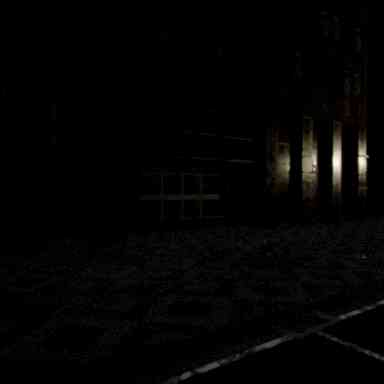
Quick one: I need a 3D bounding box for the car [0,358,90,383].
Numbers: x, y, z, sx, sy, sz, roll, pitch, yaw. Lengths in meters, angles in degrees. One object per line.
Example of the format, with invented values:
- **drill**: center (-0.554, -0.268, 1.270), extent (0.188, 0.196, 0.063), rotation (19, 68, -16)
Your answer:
- **car**: center (-2.372, 1.538, 0.912), extent (4.313, 1.339, 1.947), rotation (0, 0, -34)
